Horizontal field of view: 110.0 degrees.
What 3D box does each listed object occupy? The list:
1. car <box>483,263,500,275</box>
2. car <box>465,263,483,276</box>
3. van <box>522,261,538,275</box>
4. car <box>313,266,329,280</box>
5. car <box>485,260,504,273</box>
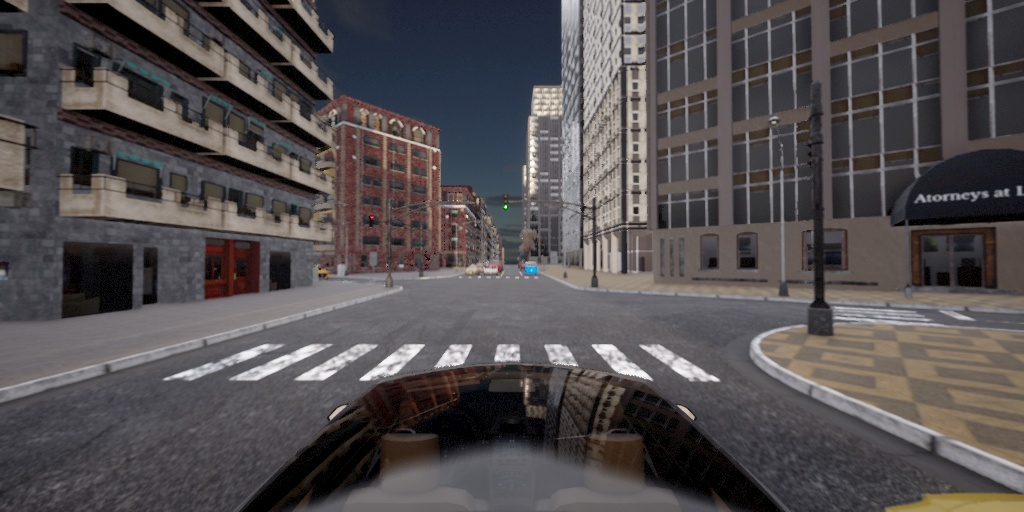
[{"bbox_3d":[-2.867,1.943,48.652,1.895,1.301,4.718,0,-1,-2],"label":"car"},{"bbox_3d":[-5.333,1.866,48.361,1.751,1.417,4.829,0,0,0],"label":"car"},{"bbox_3d":[2.547,1.681,48.533,1.690,1.789,3.998,0,0,0],"label":"van"},{"bbox_3d":[-22.254,1.876,40.130,5.008,1.535,1.882,-1,-1,41],"label":"car"},{"bbox_3d":[-2.853,1.695,58.163,2.150,2.045,5.566,0,-1,0],"label":"car"}]
